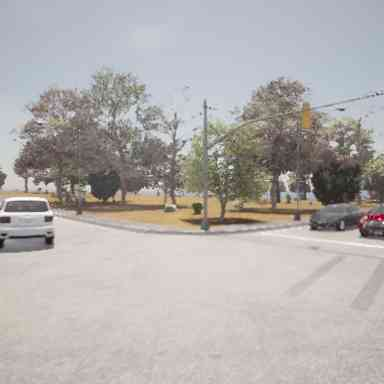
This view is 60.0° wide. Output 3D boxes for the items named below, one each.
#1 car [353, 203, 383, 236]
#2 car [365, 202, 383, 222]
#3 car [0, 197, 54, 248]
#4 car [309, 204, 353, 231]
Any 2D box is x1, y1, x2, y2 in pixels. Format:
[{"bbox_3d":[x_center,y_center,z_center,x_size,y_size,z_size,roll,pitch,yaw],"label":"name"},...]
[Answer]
[{"bbox_3d":[10.490,1.360,17.213,4.553,1.767,2.097,0,0,-42],"label":"car"},{"bbox_3d":[15.766,1.578,26.681,4.181,1.385,1.994,0,0,-43],"label":"car"},{"bbox_3d":[-7.841,1.258,15.441,2.150,2.045,5.566,1,-1,-30],"label":"car"},{"bbox_3d":[9.149,1.521,20.722,4.892,1.490,1.837,0,0,-41],"label":"car"}]
